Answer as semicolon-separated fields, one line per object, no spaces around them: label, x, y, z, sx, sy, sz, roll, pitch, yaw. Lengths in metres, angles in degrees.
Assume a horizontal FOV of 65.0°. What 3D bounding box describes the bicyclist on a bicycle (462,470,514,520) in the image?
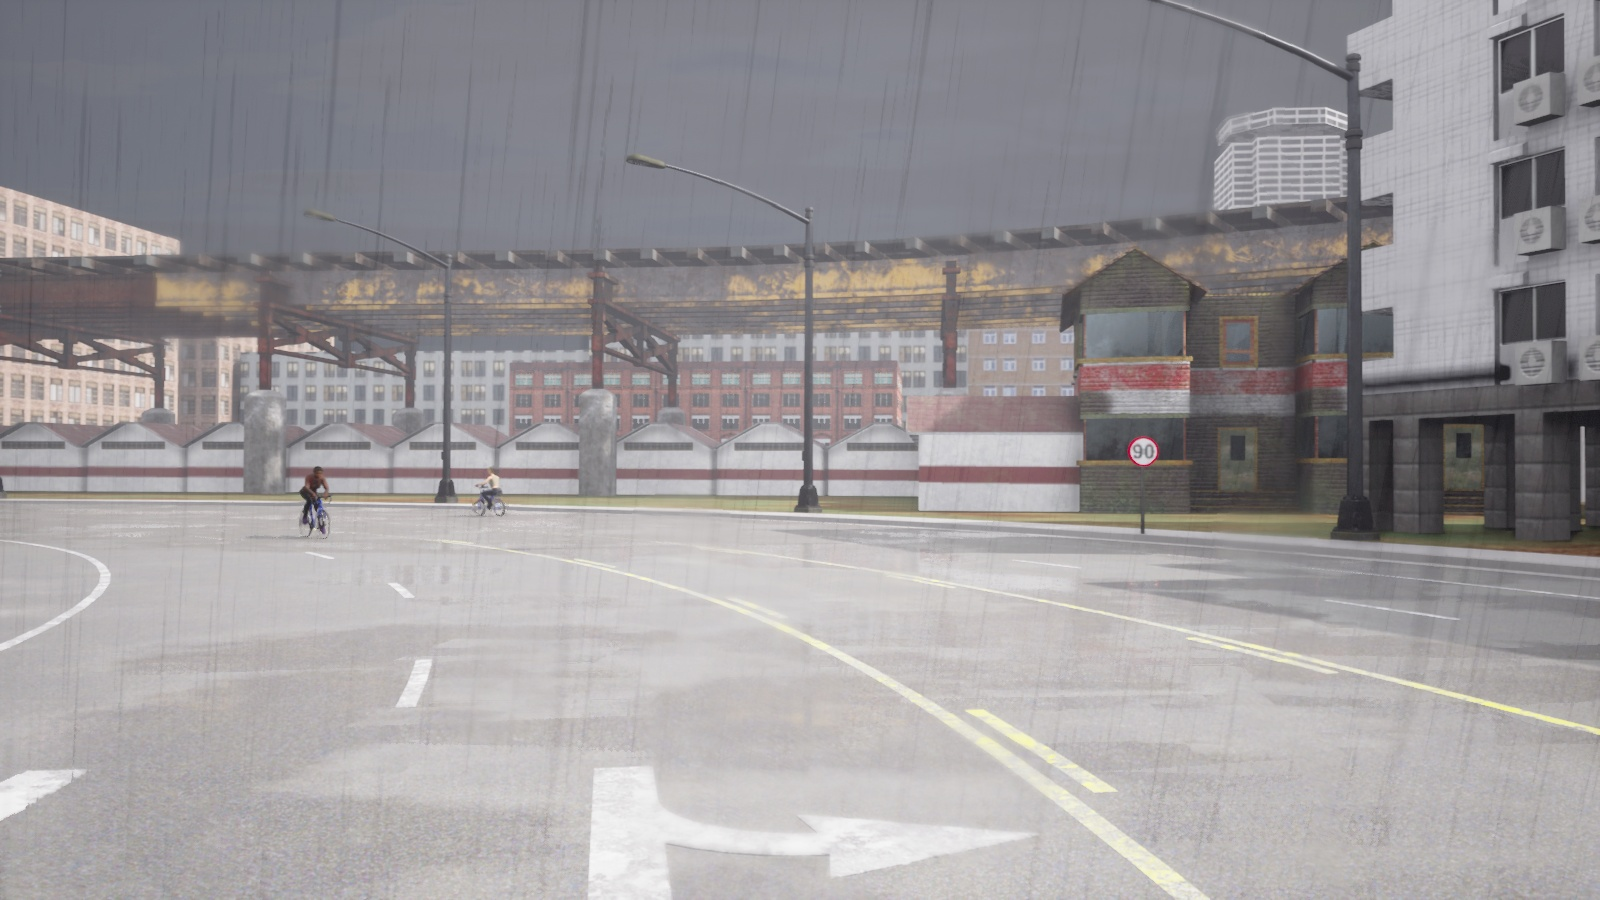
bicyclist on a bicycle;-10.264;1.464;41.315;1.509;1.612;0.866;-1;-1;35

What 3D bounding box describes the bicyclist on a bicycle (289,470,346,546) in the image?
bicyclist on a bicycle;-10.711;1.263;27.844;0.582;1.620;1.656;0;-1;-44
